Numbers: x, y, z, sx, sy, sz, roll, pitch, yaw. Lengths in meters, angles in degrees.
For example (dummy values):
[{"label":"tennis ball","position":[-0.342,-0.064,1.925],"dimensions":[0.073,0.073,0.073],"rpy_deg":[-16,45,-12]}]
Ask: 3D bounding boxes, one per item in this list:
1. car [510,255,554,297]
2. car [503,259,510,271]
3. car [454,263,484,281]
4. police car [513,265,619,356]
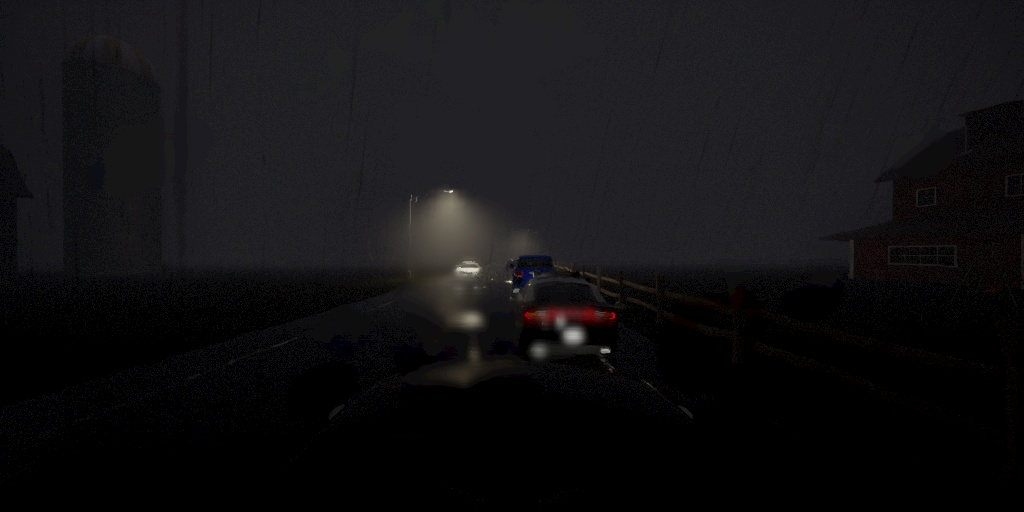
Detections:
[{"label":"car","position":[1.088,0.978,18.693],"dimensions":[2.150,2.045,5.566],"rpy_deg":[0,0,0]},{"label":"car","position":[0.153,1.271,50.385],"dimensions":[1.882,1.535,5.008],"rpy_deg":[0,0,1]},{"label":"car","position":[-3.539,1.289,30.476],"dimensions":[1.812,1.442,4.674],"rpy_deg":[0,0,0]},{"label":"police car","position":[1.067,1.175,8.771],"dimensions":[1.930,1.638,5.238],"rpy_deg":[0,0,0]}]
